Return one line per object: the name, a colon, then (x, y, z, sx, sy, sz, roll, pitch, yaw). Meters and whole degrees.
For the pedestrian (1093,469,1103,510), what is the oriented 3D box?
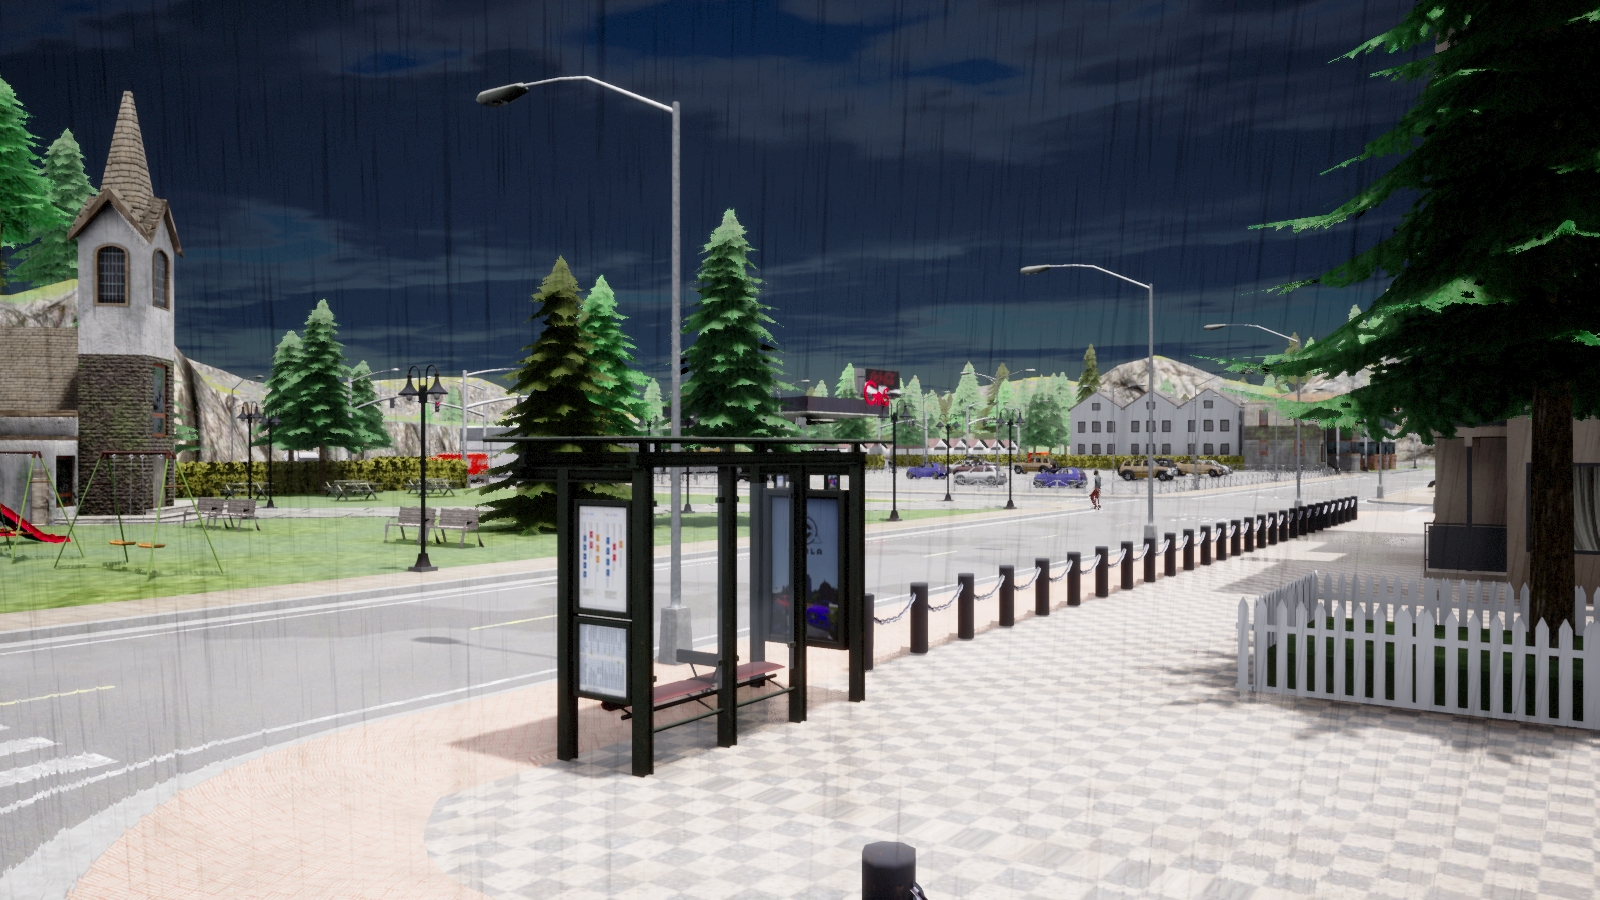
pedestrian: (13.628, 1.817, 52.200, 0.375, 1.860, 0.375, 0, 0, 29)
